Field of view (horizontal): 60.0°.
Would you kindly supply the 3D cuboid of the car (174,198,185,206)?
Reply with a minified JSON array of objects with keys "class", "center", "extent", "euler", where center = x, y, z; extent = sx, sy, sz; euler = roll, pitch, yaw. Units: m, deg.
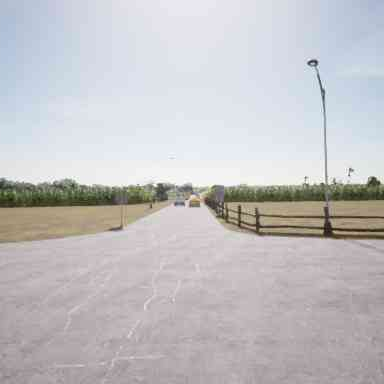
[{"class":"car","center":[-2.253,1.817,61.738],"extent":[1.812,1.442,4.674],"euler":[0,0,0]}]

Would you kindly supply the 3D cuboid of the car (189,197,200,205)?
[{"class":"car","center":[0.544,1.836,67.550],"extent":[2.128,1.511,4.902],"euler":[0,-1,0]}]

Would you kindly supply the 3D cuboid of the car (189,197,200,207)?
[{"class":"car","center":[0.460,1.733,57.128],"extent":[1.882,1.535,5.008],"euler":[0,0,0]}]
